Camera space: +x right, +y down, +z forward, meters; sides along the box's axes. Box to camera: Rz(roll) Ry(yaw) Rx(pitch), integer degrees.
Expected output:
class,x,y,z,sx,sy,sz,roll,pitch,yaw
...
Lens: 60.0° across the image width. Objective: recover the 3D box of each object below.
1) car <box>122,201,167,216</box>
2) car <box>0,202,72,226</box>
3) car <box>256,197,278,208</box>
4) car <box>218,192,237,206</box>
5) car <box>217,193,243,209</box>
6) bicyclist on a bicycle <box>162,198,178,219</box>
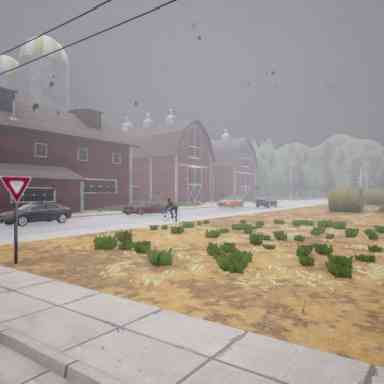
class,x,y,z,sx,sy,sz,roll,pitch,yaw
car,-4.500,1.574,32.139,1.895,1.301,4.718,0,0,35
car,-10.764,1.478,23.096,1.837,1.490,4.892,0,0,35
car,10.758,1.477,47.758,1.837,1.490,4.892,0,0,35
car,5.734,1.118,54.102,1.905,1.878,3.866,6,1,-8
car,5.341,1.324,46.237,2.097,1.767,4.553,0,0,35
bicyclist on a bicycle,-1.497,1.274,23.328,1.656,1.620,0.582,0,0,35
